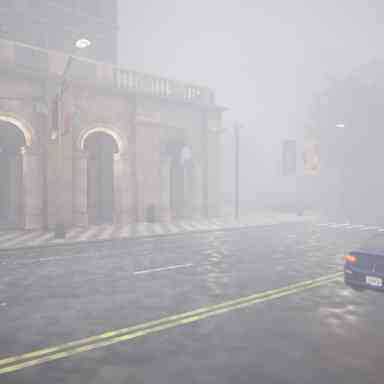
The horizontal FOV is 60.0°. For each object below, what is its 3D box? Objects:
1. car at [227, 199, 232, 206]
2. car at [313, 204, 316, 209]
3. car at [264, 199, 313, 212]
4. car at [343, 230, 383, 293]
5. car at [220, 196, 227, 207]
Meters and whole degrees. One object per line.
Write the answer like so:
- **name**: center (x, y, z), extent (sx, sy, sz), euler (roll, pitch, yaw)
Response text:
- **car**: center (4.298, 1.352, 53.462), extent (2.097, 1.767, 4.553), euler (0, 0, -36)
- **car**: center (13.137, 1.563, 41.172), extent (1.994, 1.385, 4.181), euler (0, 0, -36)
- **car**: center (10.763, 1.547, 38.313), extent (2.033, 1.411, 5.357), euler (0, 0, -34)
- **car**: center (5.326, 1.526, 7.663), extent (4.674, 1.442, 1.812), euler (0, 0, -36)
- **car**: center (2.753, 1.563, 49.610), extent (1.994, 1.385, 4.181), euler (0, 0, -36)
